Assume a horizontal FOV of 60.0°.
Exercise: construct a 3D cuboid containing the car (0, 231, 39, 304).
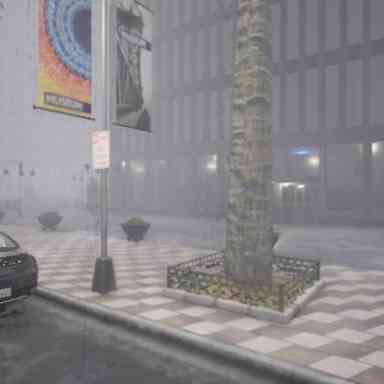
[{"bbox_3d":[-5.190,1.457,7.061,4.892,1.521,2.231,0,0,36],"label":"car"}]
